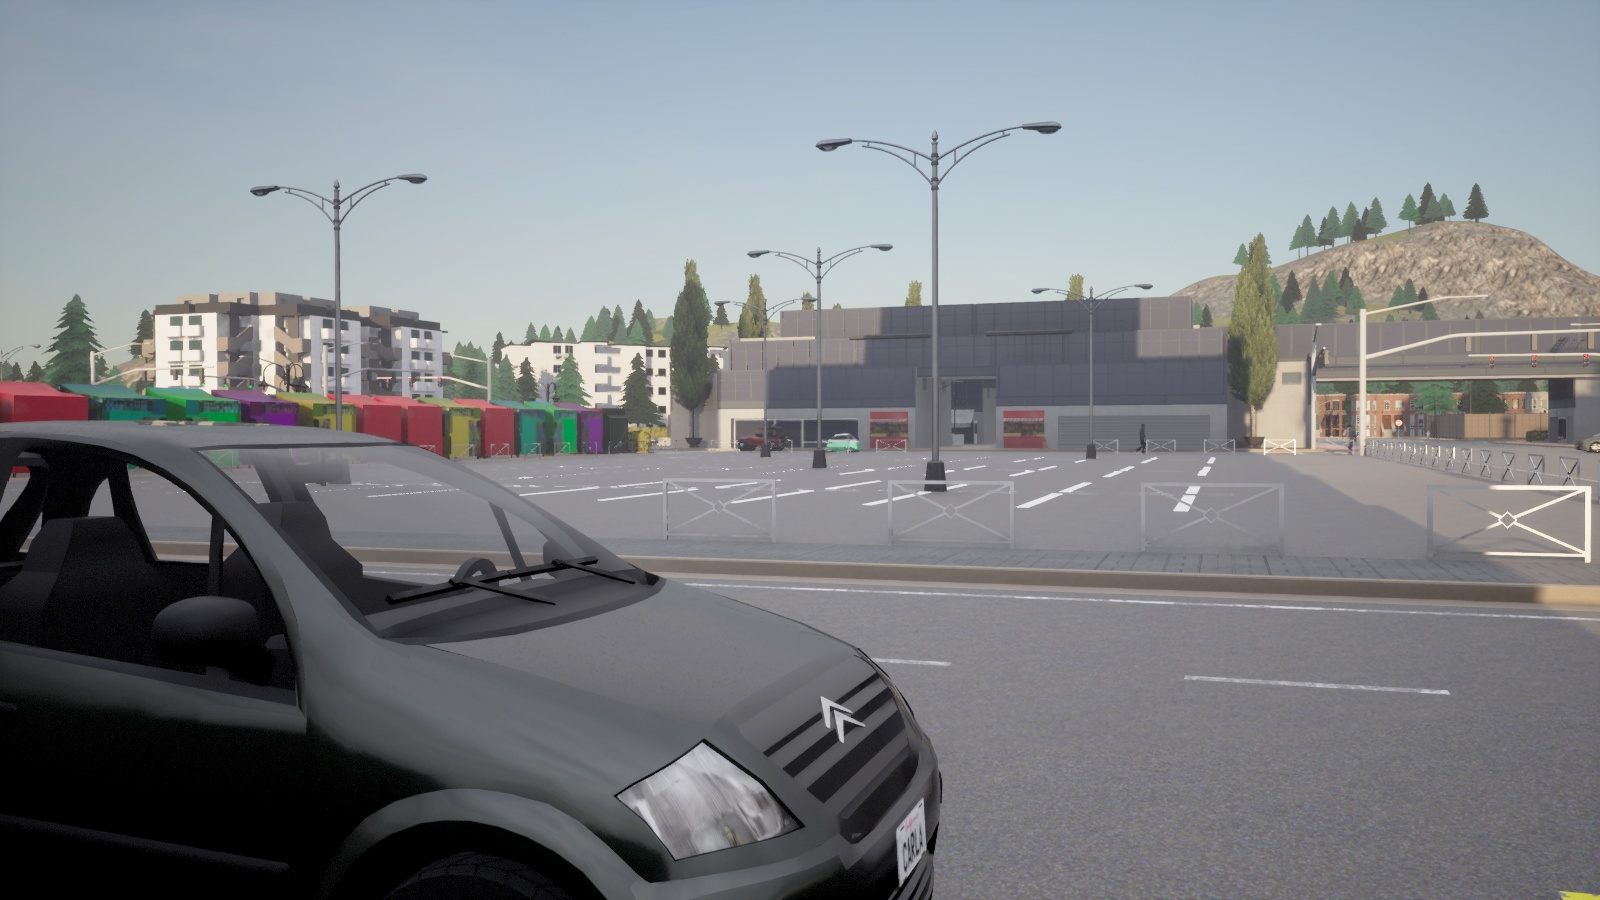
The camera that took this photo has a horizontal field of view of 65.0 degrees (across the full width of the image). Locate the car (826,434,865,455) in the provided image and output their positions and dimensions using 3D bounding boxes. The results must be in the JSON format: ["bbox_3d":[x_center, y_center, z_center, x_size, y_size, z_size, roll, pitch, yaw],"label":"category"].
[{"bbox_3d":[2.999,-0.374,82.587,2.207,1.376,1.481,0,1,20],"label":"car"}]

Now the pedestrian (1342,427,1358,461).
[{"bbox_3d":[31.385,-0.357,71.678,0.659,1.952,0.873,0,1,13],"label":"pedestrian"}]

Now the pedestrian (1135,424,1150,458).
[{"bbox_3d":[19.700,-0.542,72.216,0.788,1.949,0.423,1,1,21],"label":"pedestrian"}]

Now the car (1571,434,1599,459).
[{"bbox_3d":[50.132,-0.216,77.013,4.514,1.525,2.007,1,1,18],"label":"car"}]

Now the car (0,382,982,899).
[{"bbox_3d":[-1.613,0.659,3.733,3.988,1.617,1.851,1,1,19],"label":"car"}]

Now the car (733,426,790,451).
[{"bbox_3d":[-2.944,-0.870,96.004,3.866,1.878,1.905,1,1,20],"label":"car"}]
